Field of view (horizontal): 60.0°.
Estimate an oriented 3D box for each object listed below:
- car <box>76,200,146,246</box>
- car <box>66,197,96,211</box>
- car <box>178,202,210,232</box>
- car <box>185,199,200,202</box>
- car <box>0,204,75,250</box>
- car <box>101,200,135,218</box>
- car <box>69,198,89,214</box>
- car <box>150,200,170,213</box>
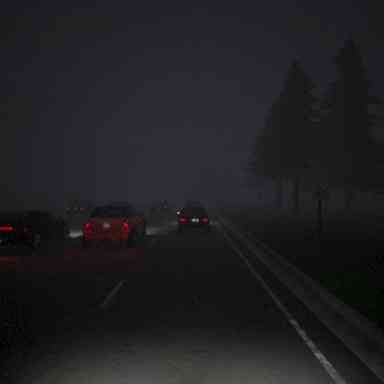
[{"bbox_3d":[-3.403,1.342,15.345,2.097,1.767,4.553,0,0,0],"label":"car"},{"bbox_3d":[-13.906,1.459,41.938,2.128,1.511,4.902,0,0,0],"label":"car"},{"bbox_3d":[0.098,1.532,19.954,2.033,1.411,5.357,0,0,0],"label":"car"},{"bbox_3d":[0.096,1.532,41.852,1.994,1.385,4.181,0,0,0],"label":"car"},{"bbox_3d":[-6.901,1.493,14.231,1.837,1.490,4.892,0,0,0],"label":"car"},{"bbox_3d":[-6.903,1.523,31.676,2.033,1.411,5.357,0,0,0],"label":"car"},{"bbox_3d":[-10.406,1.523,32.112,2.033,1.411,5.357,0,0,0],"label":"car"},{"bbox_3d":[-3.405,1.573,36.662,1.895,1.301,4.718,0,0,0],"label":"car"}]
